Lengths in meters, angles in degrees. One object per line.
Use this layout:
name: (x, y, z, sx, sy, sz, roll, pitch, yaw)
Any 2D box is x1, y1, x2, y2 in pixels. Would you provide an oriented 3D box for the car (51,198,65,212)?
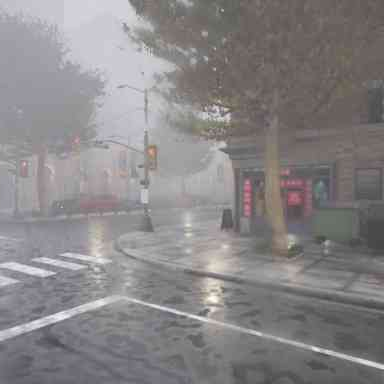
car: (-13.258, 1.221, 38.265, 2.150, 2.045, 5.566, 0, 0, 36)

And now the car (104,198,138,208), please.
car: (-10.178, 1.595, 47.908, 1.895, 1.301, 4.718, 0, 0, 36)

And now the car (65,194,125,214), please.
car: (-10.420, 1.221, 36.218, 2.150, 2.045, 5.566, 0, 0, 36)

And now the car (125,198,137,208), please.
car: (-7.158, 1.491, 46.705, 2.128, 1.511, 4.902, 0, 0, 36)

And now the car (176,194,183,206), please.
car: (-0.907, 1.221, 55.341, 2.150, 2.045, 5.566, 0, 0, 36)

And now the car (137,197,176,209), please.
car: (-4.671, 1.526, 44.172, 1.812, 1.442, 4.674, 0, 0, 36)

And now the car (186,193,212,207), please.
car: (1.276, 1.352, 52.384, 2.097, 1.767, 4.553, 0, 0, 36)
